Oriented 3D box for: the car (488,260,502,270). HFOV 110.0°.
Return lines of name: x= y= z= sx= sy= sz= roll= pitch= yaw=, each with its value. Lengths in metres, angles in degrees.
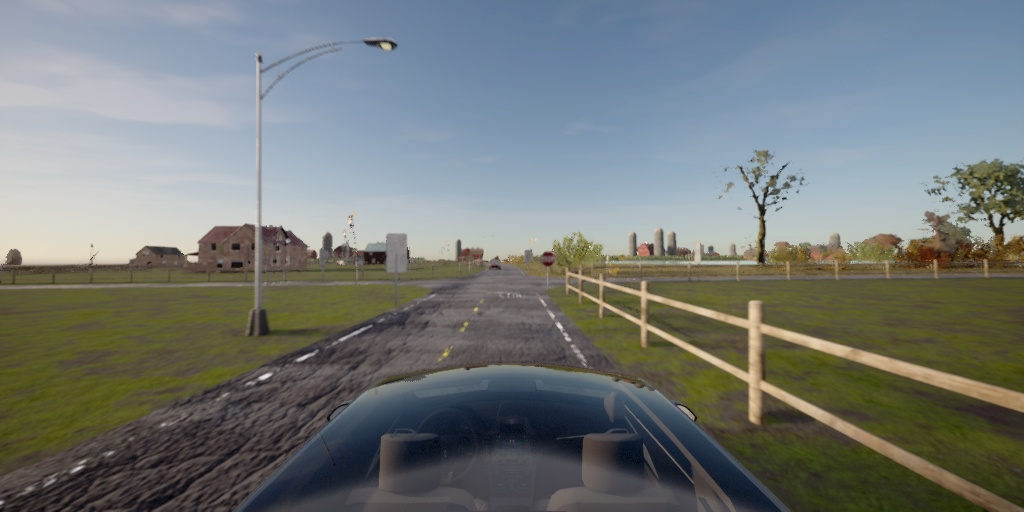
car: x=-2.784 y=1.358 z=58.040 sx=2.097 sy=1.767 sz=4.553 roll=0 pitch=-1 yaw=-1
